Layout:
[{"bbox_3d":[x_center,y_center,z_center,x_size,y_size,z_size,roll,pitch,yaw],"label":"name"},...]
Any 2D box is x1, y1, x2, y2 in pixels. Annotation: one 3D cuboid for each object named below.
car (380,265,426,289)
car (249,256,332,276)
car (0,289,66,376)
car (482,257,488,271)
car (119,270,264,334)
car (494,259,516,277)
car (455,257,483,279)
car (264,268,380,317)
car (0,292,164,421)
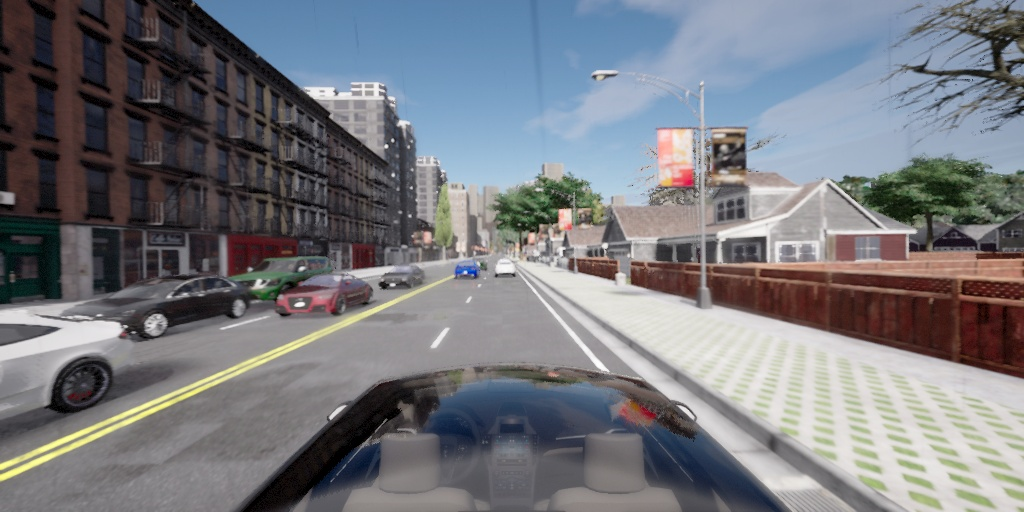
[{"bbox_3d":[-7.052,1.297,23.695,2.033,1.411,5.357,-1,0,-1],"label":"car"},{"bbox_3d":[-10.154,1.052,16.277,2.150,2.045,5.566,-1,0,-1],"label":"car"},{"bbox_3d":[-9.880,1.405,4.884,1.812,1.442,4.674,-1,0,-1],"label":"car"},{"bbox_3d":[-4.216,0.944,46.404,2.097,1.767,4.553,-1,0,-1],"label":"car"},{"bbox_3d":[-9.920,1.361,10.499,1.837,1.490,4.892,-1,0,-1],"label":"car"},{"bbox_3d":[-0.642,1.135,33.482,1.812,1.442,4.674,-1,0,-2],"label":"car"},{"bbox_3d":[-3.841,1.142,31.518,1.882,1.535,5.008,-1,1,-1],"label":"car"},{"bbox_3d":[-6.830,1.359,13.490,1.994,1.385,4.181,-1,0,-1],"label":"car"},{"bbox_3d":[-6.588,1.363,3.503,1.812,1.442,4.674,-1,0,-1],"label":"car"}]
